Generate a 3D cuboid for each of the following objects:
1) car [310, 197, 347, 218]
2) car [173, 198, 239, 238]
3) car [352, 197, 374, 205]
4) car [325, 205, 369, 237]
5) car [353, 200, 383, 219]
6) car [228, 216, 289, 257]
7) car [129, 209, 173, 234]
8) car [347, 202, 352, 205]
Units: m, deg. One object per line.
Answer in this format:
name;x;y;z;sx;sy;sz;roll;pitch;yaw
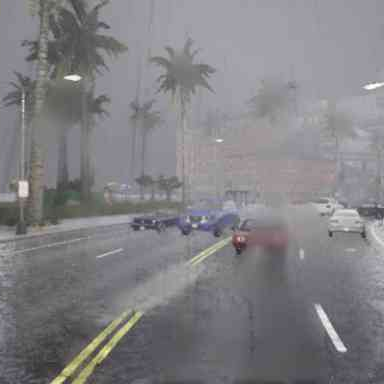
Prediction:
car;13.966;1.602;34.378;2.150;2.045;5.566;0;-1;38
car;1.177;1.395;19.550;2.150;2.045;5.566;0;-1;22
car;27.387;1.843;53.104;5.566;2.045;2.150;0;0;-42
car;9.062;1.750;19.568;1.812;1.442;4.674;0;-1;24
car;18.570;1.888;34.439;1.882;1.535;5.008;0;0;39
car;3.011;1.738;13.811;1.895;1.301;4.718;0;-1;18
car;-1.990;1.767;20.985;1.895;1.301;4.718;0;-1;23
car;23.296;1.826;54.126;5.566;2.045;2.150;0;0;-42
